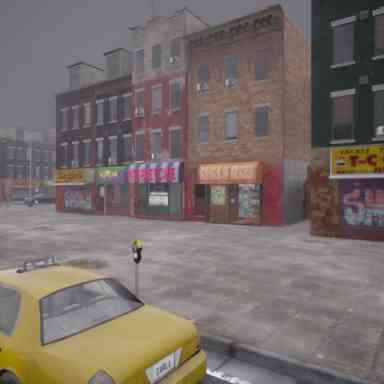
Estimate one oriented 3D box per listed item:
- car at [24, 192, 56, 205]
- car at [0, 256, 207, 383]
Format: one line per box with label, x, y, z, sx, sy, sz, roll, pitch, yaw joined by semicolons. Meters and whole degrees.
car;-19.408;0.853;43.480;1.837;1.490;4.892;0;2;35
car;-2.131;1.525;4.317;4.829;1.417;1.752;0;0;35
